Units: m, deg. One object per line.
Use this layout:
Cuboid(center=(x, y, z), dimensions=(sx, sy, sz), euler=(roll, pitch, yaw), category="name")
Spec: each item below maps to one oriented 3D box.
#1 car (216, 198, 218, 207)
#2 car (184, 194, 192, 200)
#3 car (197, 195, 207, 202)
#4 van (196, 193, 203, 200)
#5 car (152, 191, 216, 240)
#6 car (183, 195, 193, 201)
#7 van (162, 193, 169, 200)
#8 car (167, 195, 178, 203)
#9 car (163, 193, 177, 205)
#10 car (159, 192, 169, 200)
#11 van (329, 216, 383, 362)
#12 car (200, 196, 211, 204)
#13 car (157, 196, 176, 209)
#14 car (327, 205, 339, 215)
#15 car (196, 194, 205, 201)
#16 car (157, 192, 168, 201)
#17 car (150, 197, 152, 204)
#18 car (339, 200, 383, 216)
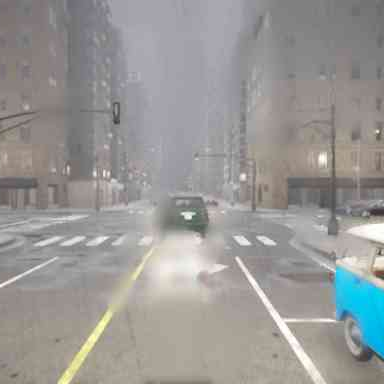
Cuboid(center=(2.565, 1.248, 47.196), dimensions=(1.967, 1.590, 4.097), euler=(0, 0, -1), category="car")
Cuboid(center=(-1.073, 1.170, 82.473), dimensions=(1.882, 1.535, 5.008), euler=(0, 0, -1), category="car")
Cuboid(center=(2.064, 1.315, 69.807), dimensions=(1.802, 1.307, 4.206), euler=(0, 0, -1), category="car")
Cuboid(center=(1.813, 1.061, 81.113), dimensions=(1.690, 1.788, 3.998), euler=(0, 0, -1), category="van")
Cuboid(center=(-0.637, 1.137, 16.723), dimensions=(2.150, 2.045, 5.566), euler=(0, 0, -10), category="car")
Cuboid(center=(-0.851, 1.279, 72.440), dimensions=(1.994, 1.385, 4.181), euler=(0, 0, -1), category="car")
Cuboid(center=(-6.835, 1.056, 86.595), dimensions=(1.690, 1.788, 3.998), euler=(0, 0, -1), category="van")
Cuboid(center=(-3.634, 1.317, 62.534), dimensions=(1.994, 1.385, 4.181), euler=(0, 0, -1), category="car")
Cuboid(center=(-3.419, 1.140, 52.787), dimensions=(2.097, 1.767, 4.553), euler=(0, 0, -1), category="car")
Cuboid(center=(-6.711, 1.035, 80.939), dimensions=(2.192, 1.841, 5.009), euler=(0, 0, -1), category="car")
Cuboid(center=(2.858, 1.325, 3.306), dimensions=(1.690, 1.788, 3.998), euler=(0, 0, 0), category="van")
Cuboid(center=(2.315, 1.349, 58.503), dimensions=(1.802, 1.307, 4.206), euler=(0, 0, -1), category="car")
Cuboid(center=(-3.267, 1.314, 43.153), dimensions=(2.128, 1.511, 4.902), euler=(0, 0, -1), category="car")
Cuboid(center=(15.178, 1.401, 30.116), dimensions=(5.357, 1.411, 2.033), euler=(0, 0, 0), category="car")
Cuboid(center=(1.938, 1.269, 75.460), dimensions=(1.887, 1.381, 4.507), euler=(0, 0, -1), category="car")
Cuboid(center=(-6.585, 1.040, 75.284), dimensions=(2.192, 1.841, 5.009), euler=(0, 0, -1), category="car")
Cuboid(center=(-6.208, 1.208, 58.323), dimensions=(1.967, 1.590, 4.097), euler=(0, 0, -1), category="car")
Cuboid(center=(15.035, 1.356, 26.865), dimensions=(4.902, 1.511, 2.128), euler=(0, 0, 0), category="car")
